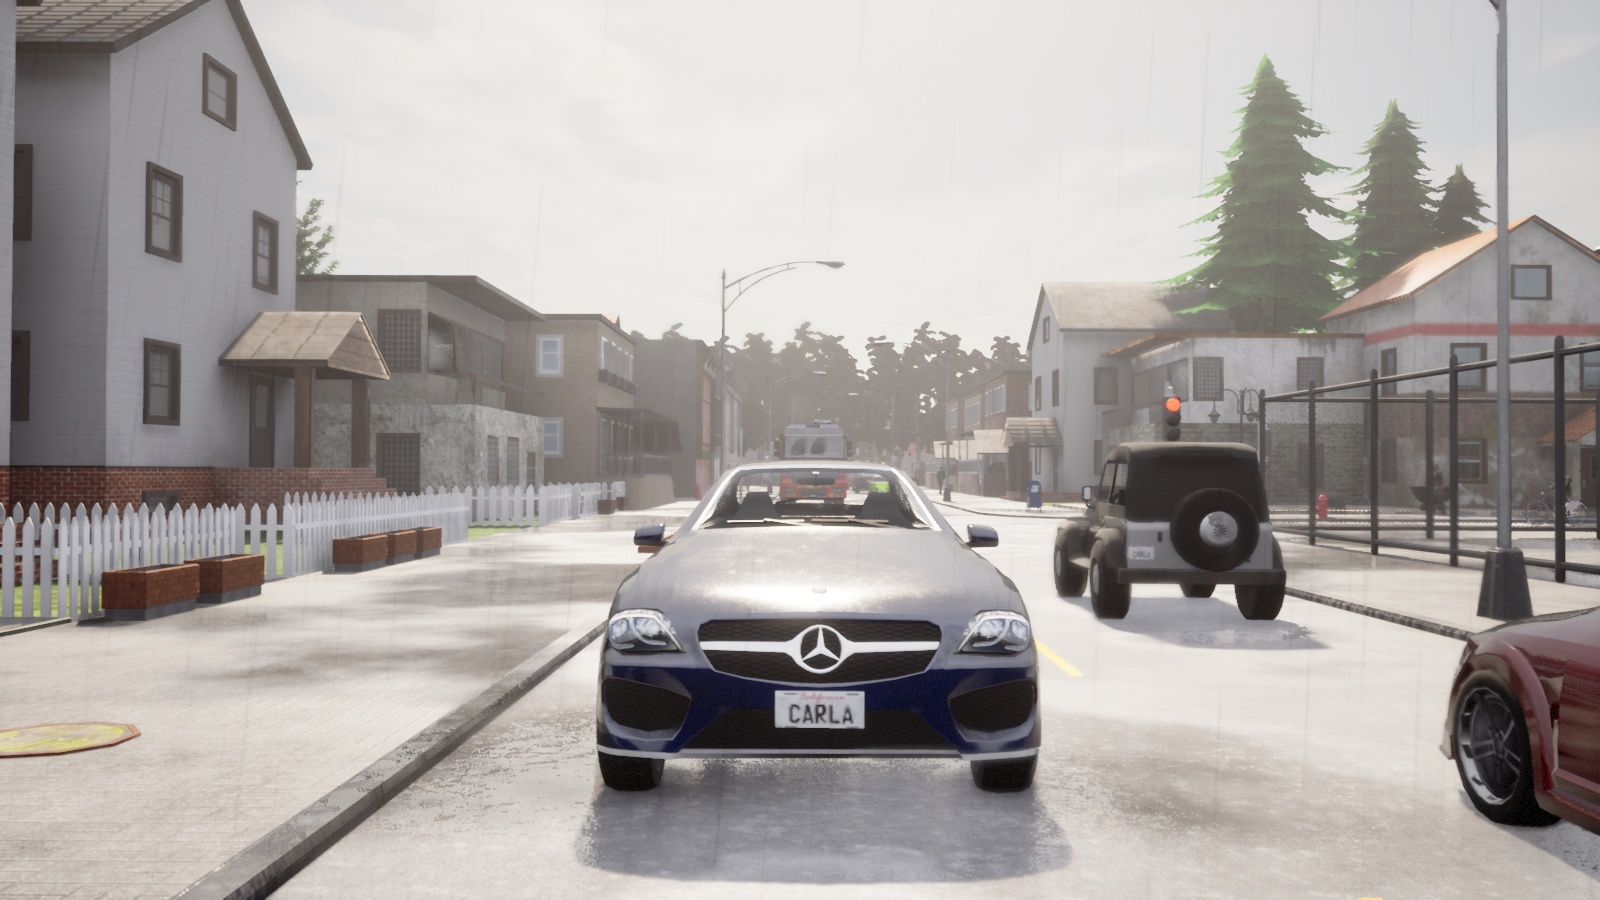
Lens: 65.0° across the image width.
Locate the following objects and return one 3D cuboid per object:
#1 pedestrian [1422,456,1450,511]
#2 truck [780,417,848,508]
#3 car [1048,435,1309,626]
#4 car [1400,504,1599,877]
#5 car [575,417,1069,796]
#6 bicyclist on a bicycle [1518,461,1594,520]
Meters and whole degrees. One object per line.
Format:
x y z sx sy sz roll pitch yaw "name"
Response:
21.657 1.143 42.767 0.720 1.854 0.376 0 -1 -4 "pedestrian"
0.531 0.594 57.300 2.891 3.827 8.468 0 -1 -1 "truck"
4.118 0.830 14.337 1.905 1.878 3.866 0 -1 2 "car"
4.051 0.934 4.371 1.994 1.385 4.181 0 -1 1 "car"
0.101 0.725 8.008 2.152 1.651 5.027 0 -1 0 "car"
22.771 1.219 37.841 1.843 1.776 0.659 0 -1 0 "bicyclist on a bicycle"
